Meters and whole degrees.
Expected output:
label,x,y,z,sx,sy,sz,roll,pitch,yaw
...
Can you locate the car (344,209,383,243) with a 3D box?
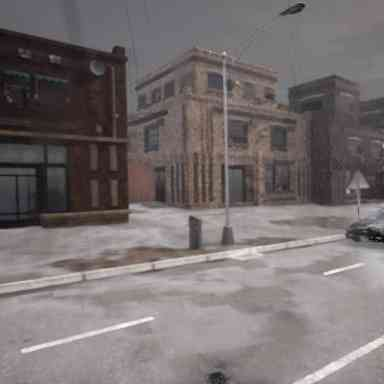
label,x,y,z,sx,sy,sz,roll,pitch,yaw
car,8.954,1.449,14.715,5.357,1.411,2.033,-1,0,-36
